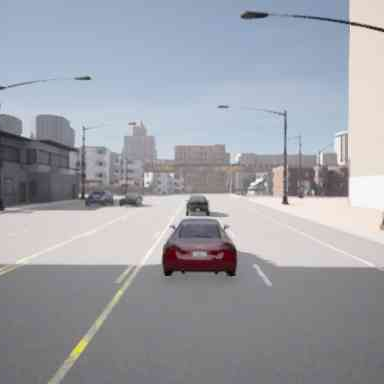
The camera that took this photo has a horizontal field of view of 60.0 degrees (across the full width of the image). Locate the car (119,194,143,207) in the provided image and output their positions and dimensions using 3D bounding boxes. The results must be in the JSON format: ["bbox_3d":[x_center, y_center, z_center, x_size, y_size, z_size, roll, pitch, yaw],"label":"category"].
[{"bbox_3d":[-6.516,0.863,35.794,1.895,1.301,4.718,0,1,1],"label":"car"}]

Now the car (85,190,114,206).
[{"bbox_3d":[-10.007,0.586,36.199,2.097,1.767,4.553,0,2,1],"label":"car"}]

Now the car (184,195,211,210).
[{"bbox_3d":[0.468,1.027,27.378,1.837,1.490,4.892,0,1,1],"label":"car"}]

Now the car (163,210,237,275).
[{"bbox_3d":[0.223,1.483,10.239,1.994,1.385,4.181,0,1,1],"label":"car"}]
